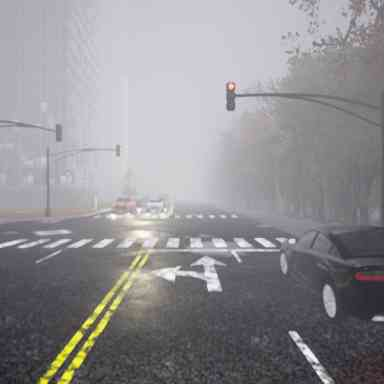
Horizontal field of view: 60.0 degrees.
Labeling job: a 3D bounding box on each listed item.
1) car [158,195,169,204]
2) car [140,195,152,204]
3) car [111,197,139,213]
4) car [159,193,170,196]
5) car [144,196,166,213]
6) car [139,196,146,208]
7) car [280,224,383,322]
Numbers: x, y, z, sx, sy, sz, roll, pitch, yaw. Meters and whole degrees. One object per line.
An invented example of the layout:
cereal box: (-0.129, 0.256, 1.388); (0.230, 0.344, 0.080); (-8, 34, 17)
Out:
car: (-4.557, 1.496, 46.672); (1.812, 1.442, 4.674); (0, 0, -3)
car: (-8.777, 1.444, 63.942); (1.882, 1.535, 5.008); (0, 0, -3)
car: (-7.330, 1.327, 36.052); (2.097, 1.767, 4.553); (0, 0, -2)
car: (-5.751, 1.191, 67.701); (2.150, 2.045, 5.566); (0, 0, -4)
car: (-4.131, 1.500, 37.559); (1.812, 1.442, 4.674); (0, 0, -6)
car: (-7.781, 1.534, 46.173); (1.994, 1.385, 4.181); (0, 0, -3)
car: (3.323, 1.435, 7.231); (1.882, 1.535, 5.008); (-3, -1, 1)
